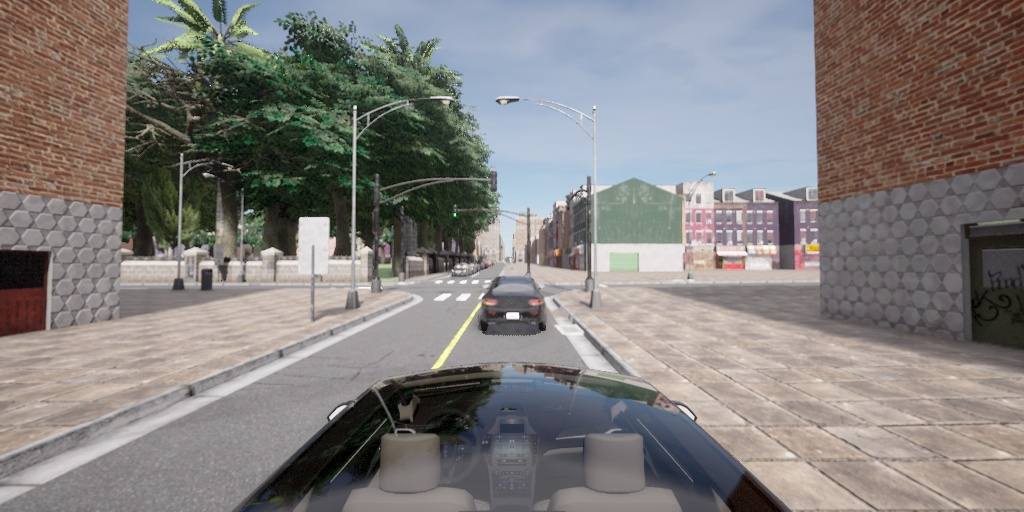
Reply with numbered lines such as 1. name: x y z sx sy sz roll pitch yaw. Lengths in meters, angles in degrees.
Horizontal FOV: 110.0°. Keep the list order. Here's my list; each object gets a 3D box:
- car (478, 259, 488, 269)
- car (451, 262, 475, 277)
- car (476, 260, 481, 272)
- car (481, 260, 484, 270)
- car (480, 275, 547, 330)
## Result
1. car: -5.620 1.677 62.126 1.802 1.307 4.207 0 0 0
2. car: -5.486 1.491 38.641 2.007 1.370 4.403 0 0 0
3. car: -5.508 1.534 45.777 2.007 1.370 4.403 0 0 0
4. car: -5.545 1.584 51.226 1.948 1.339 4.313 0 0 0
5. car: 0.050 1.320 11.199 1.812 1.442 4.674 0 0 1
